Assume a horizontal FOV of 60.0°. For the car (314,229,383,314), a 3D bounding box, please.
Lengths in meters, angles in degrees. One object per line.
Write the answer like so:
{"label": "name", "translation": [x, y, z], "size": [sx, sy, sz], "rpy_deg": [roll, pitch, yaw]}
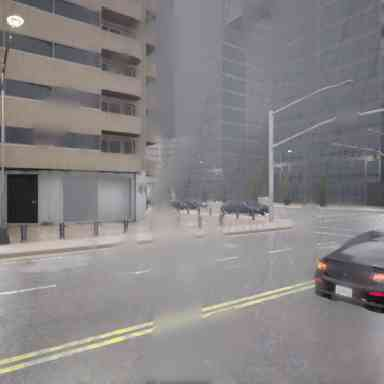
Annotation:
{"label": "car", "translation": [4.474, 1.526, 7.004], "size": [4.674, 1.442, 1.812], "rpy_deg": [0, 0, -35]}

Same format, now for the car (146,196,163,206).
{"label": "car", "translation": [-6.498, 1.450, 54.622], "size": [1.837, 1.490, 4.892], "rpy_deg": [0, 0, -35]}

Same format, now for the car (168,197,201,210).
{"label": "car", "translation": [-1.215, 1.508, 40.980], "size": [1.994, 1.385, 4.181], "rpy_deg": [0, 0, -35]}

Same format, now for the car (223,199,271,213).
{"label": "car", "translation": [6.021, 1.492, 36.822], "size": [2.033, 1.411, 5.357], "rpy_deg": [0, 0, -36]}

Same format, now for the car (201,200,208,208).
{"label": "car", "translation": [0.204, 1.436, 45.045], "size": [2.128, 1.511, 4.902], "rpy_deg": [0, 0, -35]}

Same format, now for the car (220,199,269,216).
{"label": "car", "translation": [5.036, 1.492, 32.219], "size": [2.033, 1.411, 5.357], "rpy_deg": [0, 0, -36]}
